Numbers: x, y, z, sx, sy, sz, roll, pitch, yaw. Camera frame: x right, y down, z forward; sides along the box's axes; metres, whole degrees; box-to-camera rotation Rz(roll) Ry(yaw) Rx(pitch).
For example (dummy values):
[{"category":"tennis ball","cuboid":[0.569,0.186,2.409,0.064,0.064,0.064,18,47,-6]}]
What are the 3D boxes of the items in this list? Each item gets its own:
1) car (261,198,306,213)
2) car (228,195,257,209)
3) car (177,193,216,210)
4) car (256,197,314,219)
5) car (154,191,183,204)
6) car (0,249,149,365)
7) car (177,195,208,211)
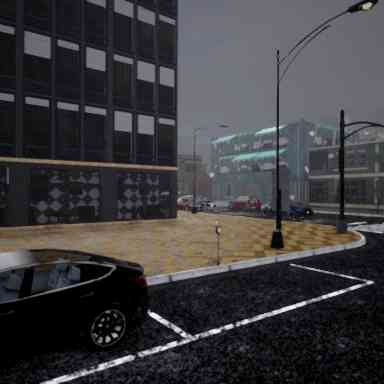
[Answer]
[{"category":"car","cuboid":[9.339,1.335,34.217,1.802,1.307,4.206,1,0,-36]},{"category":"car","cuboid":[6.062,1.125,38.692,1.967,1.590,4.097,1,0,-36]},{"category":"car","cuboid":[0.643,1.133,36.281,2.128,1.511,4.902,0,0,-36]},{"category":"car","cuboid":[7.592,1.351,26.790,1.994,1.385,4.181,0,1,-36]},{"category":"car","cuboid":[-3.769,0.788,52.110,2.192,1.841,5.009,1,0,-36]},{"category":"car","cuboid":[-2.680,1.566,4.643,4.313,1.339,1.947,0,0,-35]},{"category":"car","cuboid":[-0.699,1.227,33.738,1.802,1.307,4.206,1,0,-36]}]
